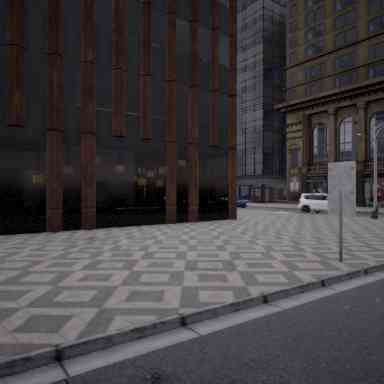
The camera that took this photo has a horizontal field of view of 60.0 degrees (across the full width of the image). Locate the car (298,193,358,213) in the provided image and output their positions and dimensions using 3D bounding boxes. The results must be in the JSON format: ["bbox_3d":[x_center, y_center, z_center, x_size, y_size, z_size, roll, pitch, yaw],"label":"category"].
[{"bbox_3d":[12.947,1.161,32.062,2.150,2.045,5.566,0,0,-35],"label":"car"}]

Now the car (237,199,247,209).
[{"bbox_3d":[5.015,1.379,43.197,1.882,1.535,5.008,0,0,-36],"label":"car"}]
